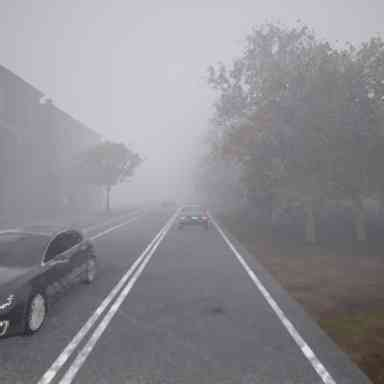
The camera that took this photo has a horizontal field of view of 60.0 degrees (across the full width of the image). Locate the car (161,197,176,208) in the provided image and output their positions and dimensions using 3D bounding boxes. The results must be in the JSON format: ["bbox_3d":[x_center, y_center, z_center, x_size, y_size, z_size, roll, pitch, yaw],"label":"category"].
[{"bbox_3d":[-3.317,1.509,47.621,1.882,1.535,5.008,0,0,0],"label":"car"}]

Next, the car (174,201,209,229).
[{"bbox_3d":[0.105,1.548,21.726,2.033,1.411,5.357,0,0,0],"label":"car"}]

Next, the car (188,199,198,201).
[{"bbox_3d":[0.109,1.571,42.675,1.994,1.385,4.181,0,0,0],"label":"car"}]

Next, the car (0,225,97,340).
[{"bbox_3d":[-3.349,1.505,6.731,1.837,1.490,4.892,0,0,0],"label":"car"}]
